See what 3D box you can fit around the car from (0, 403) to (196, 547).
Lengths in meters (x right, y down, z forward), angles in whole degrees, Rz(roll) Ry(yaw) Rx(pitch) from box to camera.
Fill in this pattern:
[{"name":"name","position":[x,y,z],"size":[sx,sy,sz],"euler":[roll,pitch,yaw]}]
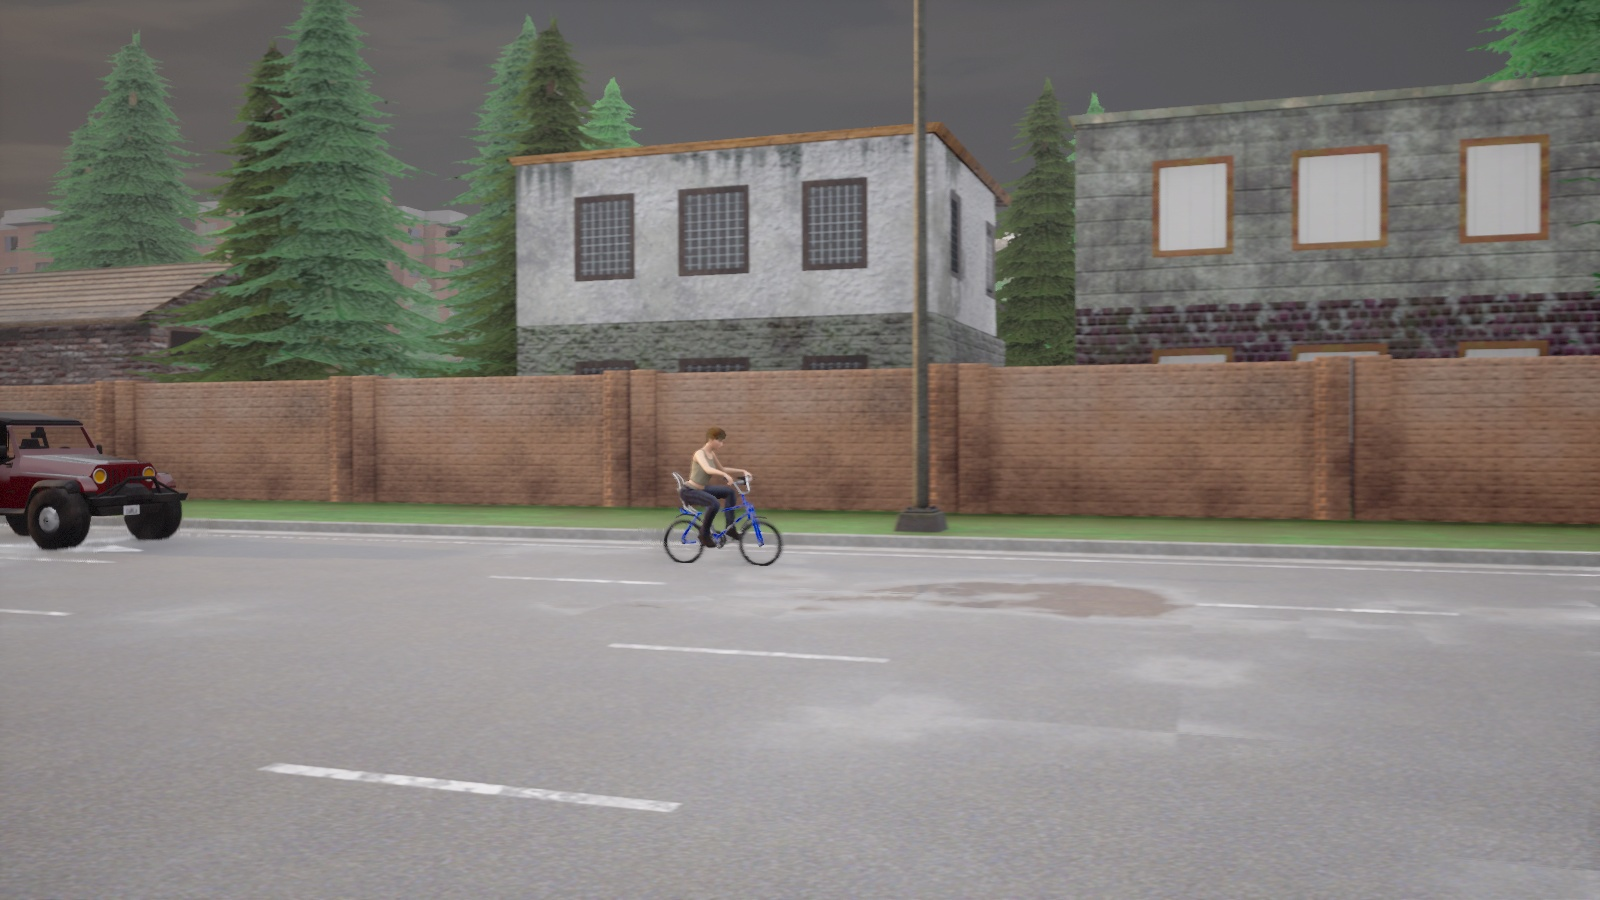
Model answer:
[{"name":"car","position":[-10.896,0.294,17.932],"size":[3.866,1.878,1.905],"euler":[1,1,19]}]

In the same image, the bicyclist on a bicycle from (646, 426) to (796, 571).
[{"name":"bicyclist on a bicycle","position":[-0.908,0.526,14.579],"size":[1.509,1.612,0.866],"euler":[1,1,19]}]
